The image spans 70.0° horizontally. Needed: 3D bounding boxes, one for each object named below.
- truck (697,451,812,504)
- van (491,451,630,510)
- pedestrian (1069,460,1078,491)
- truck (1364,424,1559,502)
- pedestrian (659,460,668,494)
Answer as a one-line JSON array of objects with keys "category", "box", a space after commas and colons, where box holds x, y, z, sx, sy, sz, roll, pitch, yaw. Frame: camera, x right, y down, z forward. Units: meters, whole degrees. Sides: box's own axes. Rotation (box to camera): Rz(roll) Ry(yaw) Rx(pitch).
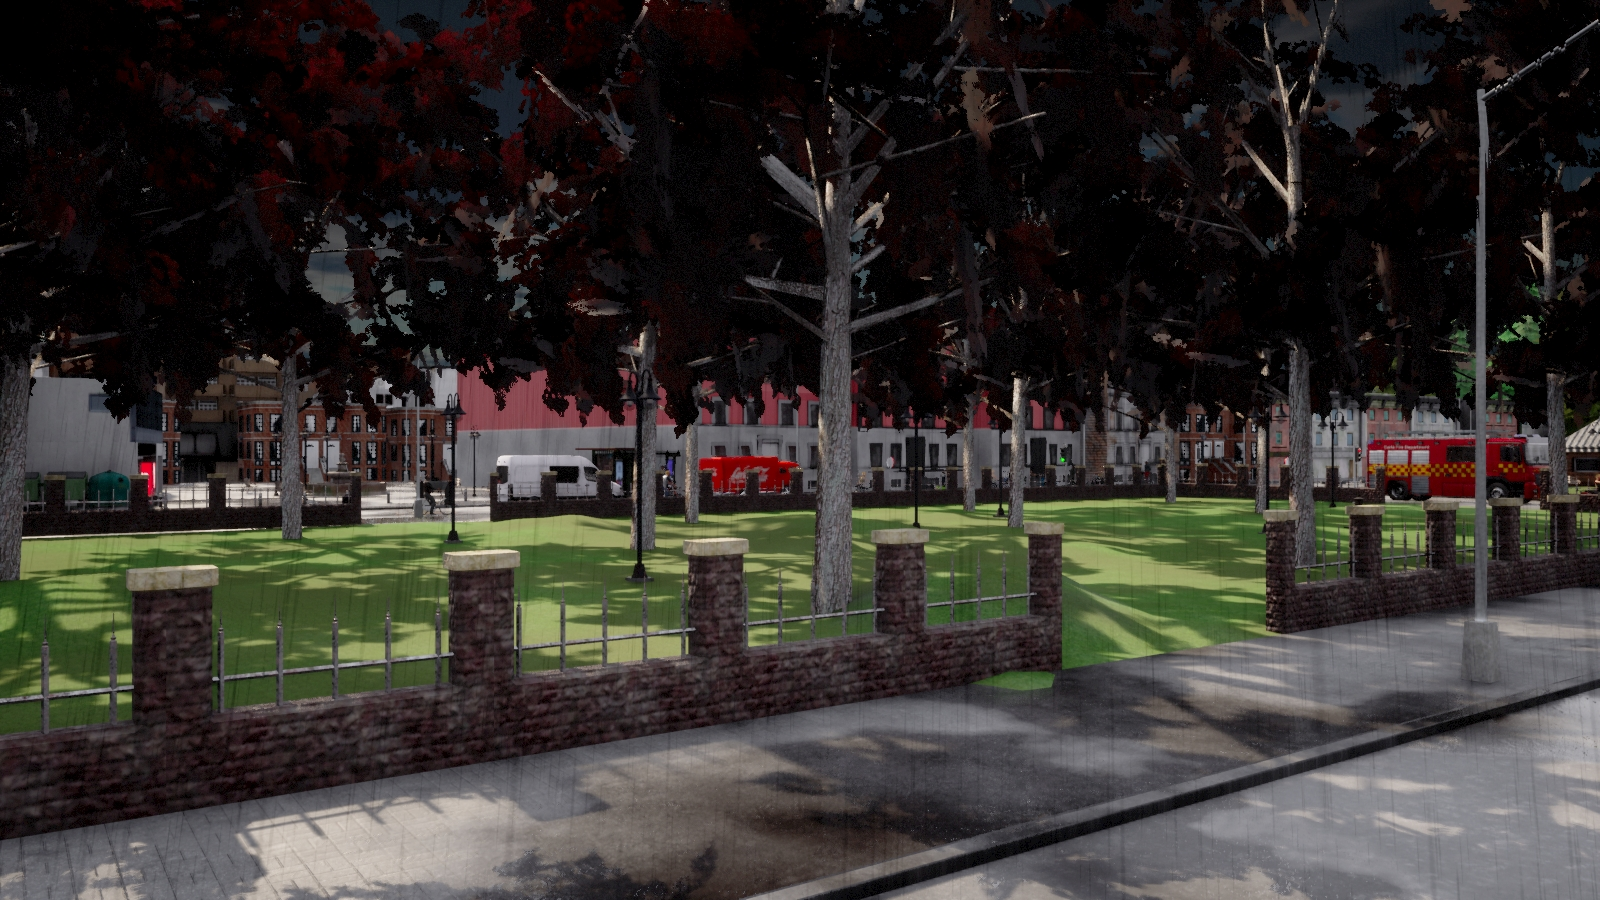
[{"category": "truck", "box": [-2.286, 1.346, 58.097, 5.204, 2.467, 2.627, -1, 1, -35]}, {"category": "van", "box": [-10.854, 1.306, 52.106, 5.915, 2.561, 1.988, 0, 0, -35]}, {"category": "pedestrian", "box": [16.509, 1.533, 68.880, 0.375, 1.860, 0.375, 0, 0, 43]}, {"category": "truck", "box": [34.631, 0.645, 60.204, 2.891, 3.827, 8.468, 0, 0, -34]}, {"category": "pedestrian", "box": [-7.599, 1.512, 63.599, 0.375, 1.860, 0.375, 0, 0, -40]}]
